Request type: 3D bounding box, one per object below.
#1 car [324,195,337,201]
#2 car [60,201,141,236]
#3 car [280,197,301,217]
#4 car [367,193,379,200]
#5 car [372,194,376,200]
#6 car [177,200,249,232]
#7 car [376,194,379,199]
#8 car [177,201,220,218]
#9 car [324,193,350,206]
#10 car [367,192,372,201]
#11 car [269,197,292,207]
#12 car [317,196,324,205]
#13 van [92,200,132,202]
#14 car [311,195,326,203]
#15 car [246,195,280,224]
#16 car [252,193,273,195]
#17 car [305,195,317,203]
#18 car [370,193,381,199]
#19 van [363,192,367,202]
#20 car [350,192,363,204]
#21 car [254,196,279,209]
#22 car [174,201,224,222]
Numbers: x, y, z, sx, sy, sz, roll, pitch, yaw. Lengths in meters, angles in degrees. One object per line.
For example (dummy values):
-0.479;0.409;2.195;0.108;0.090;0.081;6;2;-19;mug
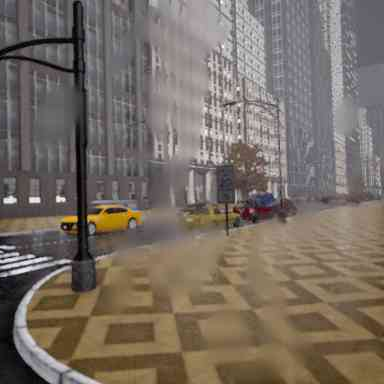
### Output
32.668;1.394;78.263;1.887;1.381;4.507;-2;-1;35;car
-5.119;1.539;19.151;1.882;1.535;5.008;-2;-1;35;car
7.459;1.385;27.789;1.802;1.307;4.206;-2;-1;35;car
42.655;1.070;78.343;1.752;1.417;4.829;-2;-1;35;car
36.155;0.903;69.051;2.192;1.841;5.009;-2;-1;35;car
1.193;1.382;18.748;1.752;1.417;4.829;-2;-1;35;car
39.379;1.131;73.611;1.947;1.339;4.313;-2;-1;35;car
0.714;1.609;32.141;1.752;1.417;4.829;-2;-1;35;car
20.284;1.226;46.284;1.752;1.417;4.829;-2;-1;35;car
32.955;1.050;64.474;1.967;1.590;4.097;-2;-1;35;car
13.553;1.527;50.673;1.887;1.381;4.507;-2;-1;35;car
21.952;1.238;53.048;1.882;1.535;5.008;-2;-1;35;car
-5.565;1.478;23.086;1.690;1.788;3.998;-2;-1;35;van
26.296;1.436;69.067;1.887;1.381;4.507;-2;-1;35;car
4.275;1.270;23.200;1.967;1.590;4.097;-2;-1;35;car
7.600;1.174;37.508;2.150;2.045;5.566;-2;-1;35;car
23.108;1.354;64.470;1.967;1.590;4.097;-2;-1;35;car
45.739;1.076;82.793;2.008;1.369;4.403;-2;-1;35;car
29.756;0.973;59.895;1.690;1.788;3.998;-2;-1;35;van
26.552;1.096;55.323;1.967;1.590;4.097;-2;-1;35;car
10.365;1.446;46.077;1.967;1.590;4.097;-2;-1;35;car
0.682;1.537;27.519;1.812;1.442;4.674;-2;-1;35;car
